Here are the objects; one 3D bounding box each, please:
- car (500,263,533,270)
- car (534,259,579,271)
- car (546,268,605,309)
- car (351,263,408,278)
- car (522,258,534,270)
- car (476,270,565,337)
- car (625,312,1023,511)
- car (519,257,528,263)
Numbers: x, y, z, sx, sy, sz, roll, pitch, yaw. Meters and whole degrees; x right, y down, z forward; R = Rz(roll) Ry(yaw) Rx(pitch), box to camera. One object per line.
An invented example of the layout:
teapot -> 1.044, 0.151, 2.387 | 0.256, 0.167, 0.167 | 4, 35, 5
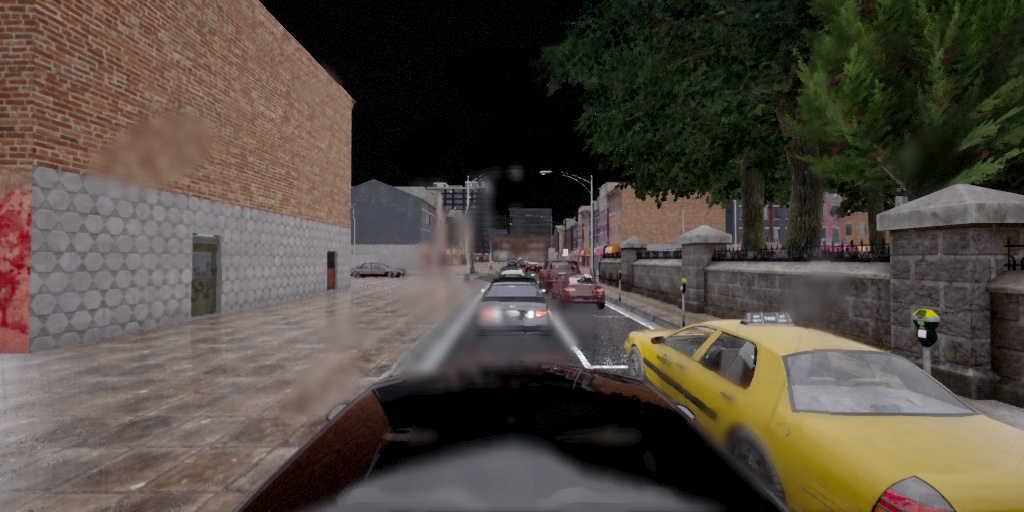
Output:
car -> 0.013, 1.287, 19.952 | 1.812, 1.442, 4.674 | 0, 0, 1
car -> 2.628, 1.077, 20.165 | 2.192, 1.841, 5.009 | 0, 0, 0
car -> 2.632, 1.338, 14.716 | 1.802, 1.307, 4.207 | 0, 0, 0
car -> -12.066, 1.290, 31.700 | 5.357, 1.411, 2.033 | 0, -1, -4
car -> 2.610, 1.356, 46.594 | 1.888, 1.381, 4.507 | 0, 0, 0
car -> 0.062, 1.300, 10.234 | 2.033, 1.411, 5.357 | 0, 0, 0
car -> 2.639, 1.276, 3.988 | 1.751, 1.417, 4.829 | 0, 0, 0
car -> 2.599, 1.403, 62.905 | 1.888, 1.381, 4.507 | 0, 0, 0
